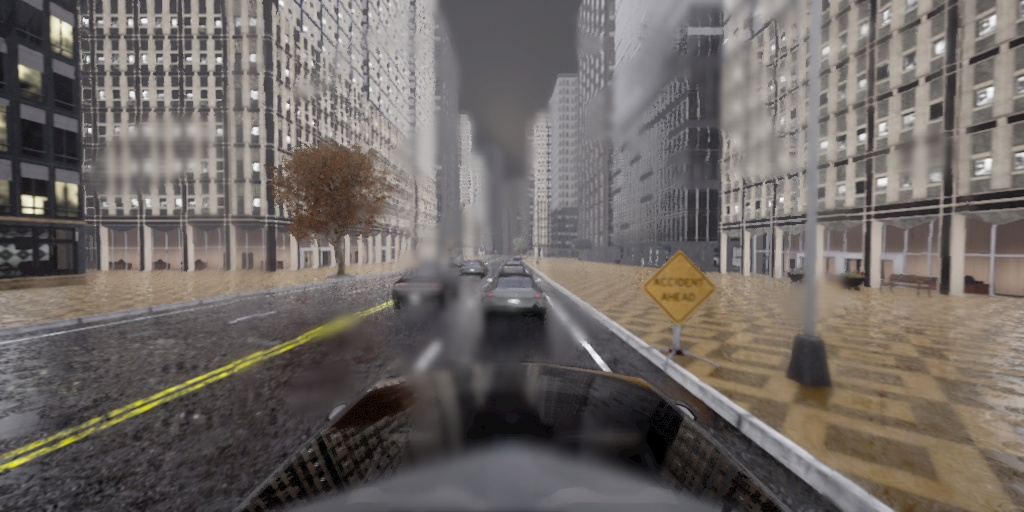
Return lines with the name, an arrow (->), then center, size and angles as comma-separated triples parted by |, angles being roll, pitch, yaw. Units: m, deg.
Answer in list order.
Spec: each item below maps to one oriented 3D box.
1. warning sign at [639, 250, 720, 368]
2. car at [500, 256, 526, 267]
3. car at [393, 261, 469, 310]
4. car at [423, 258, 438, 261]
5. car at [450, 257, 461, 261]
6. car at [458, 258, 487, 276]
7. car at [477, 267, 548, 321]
warning sign -> 2.852, 0.828, 6.228 | 1.300, 1.860, 1.060 | 0, 0, 0
car -> 0.095, 1.014, 29.107 | 2.128, 1.511, 4.902 | 0, 1, 0
car -> -3.158, 1.139, 14.128 | 2.128, 1.511, 4.902 | 0, 1, 0
car -> -9.831, 0.930, 43.056 | 1.812, 1.442, 4.674 | 0, 0, 0
car -> -6.580, 0.910, 43.223 | 1.837, 1.490, 4.892 | 0, 0, 0
car -> -3.153, 1.074, 30.523 | 1.994, 1.385, 4.181 | 0, 1, 0
car -> 0.087, 1.228, 12.021 | 1.994, 1.385, 4.181 | 0, 1, 0
